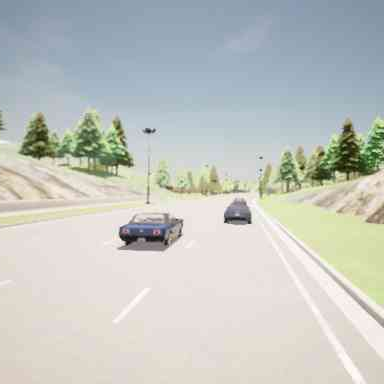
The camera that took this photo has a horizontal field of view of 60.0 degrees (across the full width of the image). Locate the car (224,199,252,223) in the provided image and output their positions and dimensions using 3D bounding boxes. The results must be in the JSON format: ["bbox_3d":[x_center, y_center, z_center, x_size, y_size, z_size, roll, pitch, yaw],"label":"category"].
[{"bbox_3d":[3.419,1.504,24.905,1.994,1.385,4.181,1,0,8],"label":"car"}]

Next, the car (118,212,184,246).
[{"bbox_3d":[-1.594,1.531,14.826,1.895,1.301,4.718,1,0,8],"label":"car"}]
